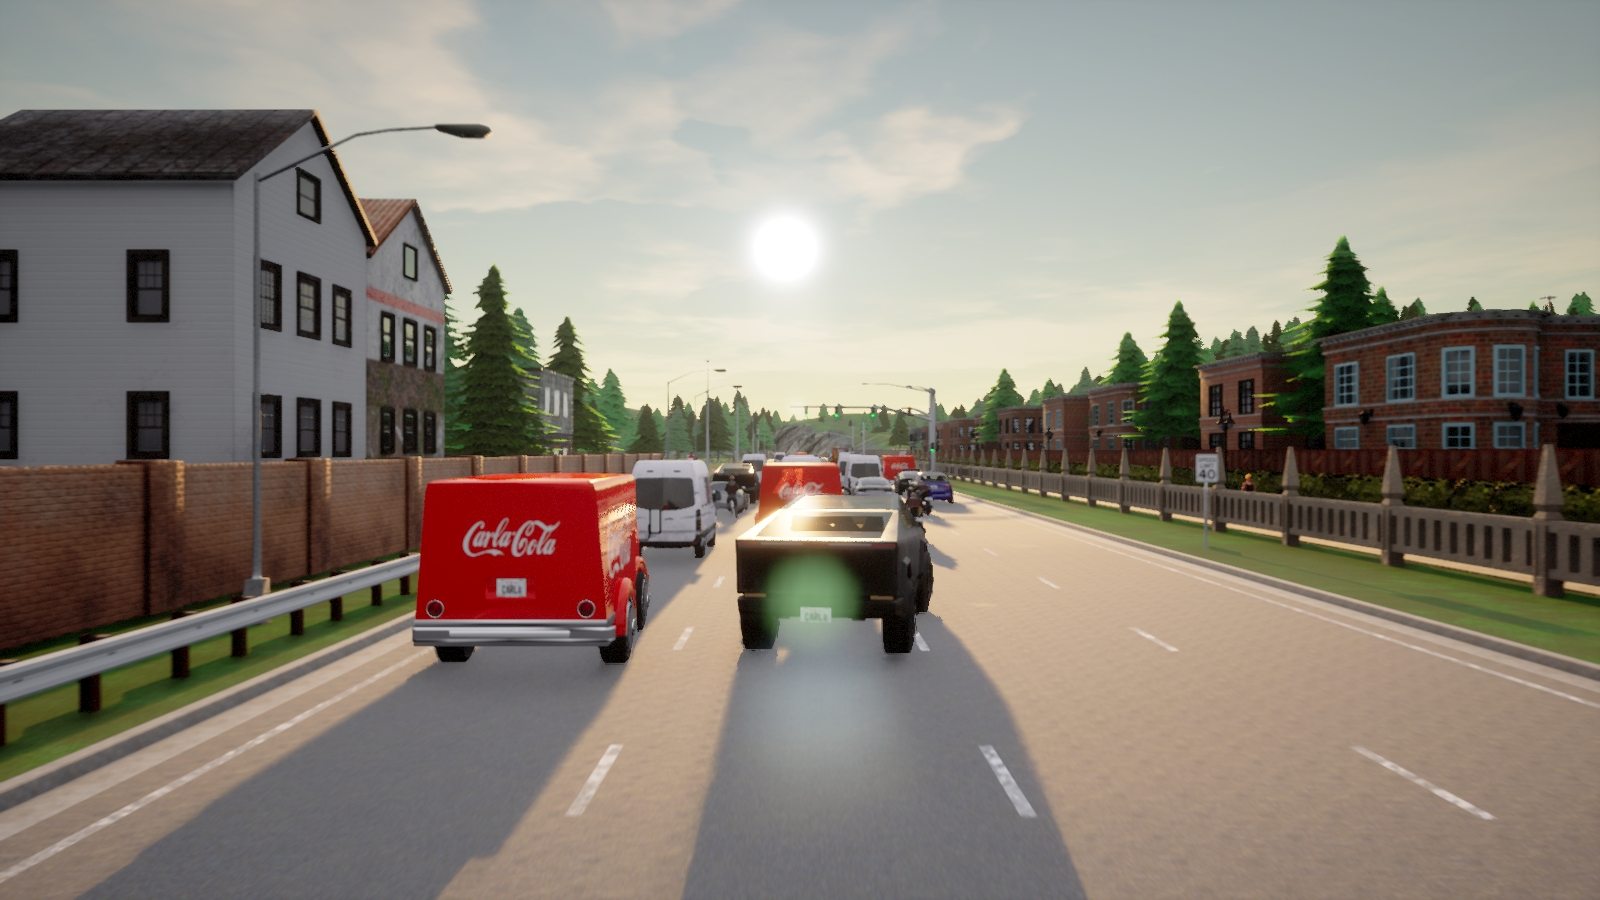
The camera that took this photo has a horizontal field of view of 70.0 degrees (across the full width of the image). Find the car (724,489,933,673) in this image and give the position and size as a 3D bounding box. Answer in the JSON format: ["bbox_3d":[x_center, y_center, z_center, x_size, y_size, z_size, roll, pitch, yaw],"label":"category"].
[{"bbox_3d":[0.712,1.765,17.712,2.390,2.098,6.274,0,0,9],"label":"car"}]

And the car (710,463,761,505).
[{"bbox_3d":[-3.443,1.793,62.296,2.390,2.098,6.274,0,0,0],"label":"car"}]

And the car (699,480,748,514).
[{"bbox_3d":[-3.502,2.153,53.013,1.994,1.385,4.181,0,0,0],"label":"car"}]

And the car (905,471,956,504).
[{"bbox_3d":[7.055,2.008,62.249,2.242,1.667,4.611,0,0,0],"label":"car"}]

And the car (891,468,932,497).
[{"bbox_3d":[7.065,2.028,72.623,2.097,1.638,5.238,0,0,0],"label":"car"}]

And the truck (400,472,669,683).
[{"bbox_3d":[-3.486,1.574,16.319,2.627,2.467,5.204,0,0,0],"label":"truck"}]

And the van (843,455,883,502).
[{"bbox_3d":[3.584,1.577,65.796,1.988,2.561,5.915,0,0,0],"label":"van"}]

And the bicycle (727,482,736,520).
[{"bbox_3d":[-2.835,2.091,47.275,0.329,1.471,1.835,0,0,-5],"label":"bicycle"}]

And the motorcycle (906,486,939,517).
[{"bbox_3d":[5.321,2.237,49.786,0.867,1.251,2.209,0,0,-10],"label":"motorcycle"}]

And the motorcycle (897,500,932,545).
[{"bbox_3d":[3.536,2.228,35.533,0.867,1.251,2.209,0,0,0],"label":"motorcycle"}]

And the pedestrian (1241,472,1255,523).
[{"bbox_3d":[16.436,1.728,41.922,0.375,1.860,0.375,0,0,0],"label":"pedestrian"}]

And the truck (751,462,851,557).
[{"bbox_3d":[0.029,1.585,32.608,2.627,2.467,5.204,0,0,0],"label":"truck"}]

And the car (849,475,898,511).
[{"bbox_3d":[3.551,2.070,56.212,2.097,1.535,5.006,0,0,0],"label":"car"}]

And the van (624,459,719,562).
[{"bbox_3d":[-3.476,1.555,31.952,1.988,2.561,5.915,0,0,0],"label":"van"}]
